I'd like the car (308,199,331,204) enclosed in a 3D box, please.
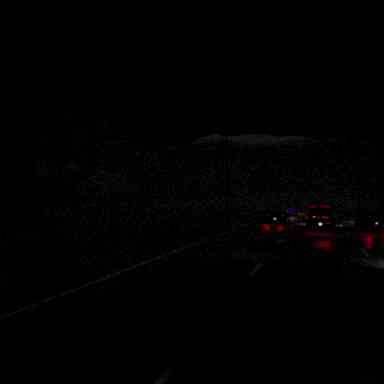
[{"bbox_3d":[14.235,1.830,37.088,2.150,2.045,5.566,1,-1,21],"label":"car"}]

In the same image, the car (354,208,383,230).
[{"bbox_3d":[13.060,1.898,24.178,2.128,1.511,4.902,1,-1,21],"label":"car"}]

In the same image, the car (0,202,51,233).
[{"bbox_3d":[-9.034,1.347,15.893,2.097,1.767,4.553,1,-1,21],"label":"car"}]

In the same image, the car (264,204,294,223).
[{"bbox_3d":[7.702,2.006,29.780,1.895,1.301,4.718,1,-1,21],"label":"car"}]

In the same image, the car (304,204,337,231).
[{"bbox_3d":[8.956,1.835,23.234,1.837,1.490,4.892,1,-1,21],"label":"car"}]

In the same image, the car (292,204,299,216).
[{"bbox_3d":[12.111,2.162,41.354,1.812,1.442,4.674,1,-1,21],"label":"car"}]
